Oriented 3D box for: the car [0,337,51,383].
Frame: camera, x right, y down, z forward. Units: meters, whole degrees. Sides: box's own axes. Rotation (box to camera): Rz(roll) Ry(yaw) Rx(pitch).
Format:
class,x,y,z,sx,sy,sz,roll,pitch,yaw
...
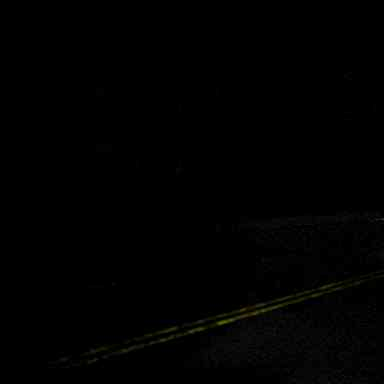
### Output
class,x,y,z,sx,sy,sz,roll,pitch,yaw
car,-2.969,1.591,1.317,4.718,1.301,1.895,0,0,-36
